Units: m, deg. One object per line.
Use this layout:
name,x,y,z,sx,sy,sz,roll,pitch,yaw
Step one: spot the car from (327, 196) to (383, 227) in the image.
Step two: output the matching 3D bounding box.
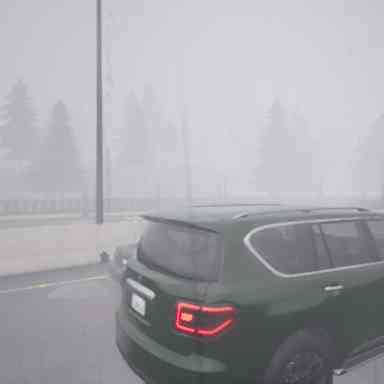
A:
car,11.369,1.205,21.669,4.553,1.767,2.097,0,0,-22

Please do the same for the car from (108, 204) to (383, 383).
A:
car,1.734,1.190,4.728,5.566,2.045,2.150,0,0,-32

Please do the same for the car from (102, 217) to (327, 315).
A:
car,0.733,1.497,8.243,5.357,1.411,2.033,0,0,-31
